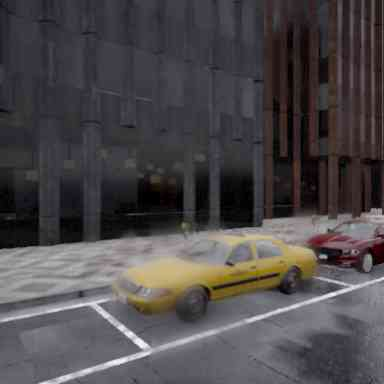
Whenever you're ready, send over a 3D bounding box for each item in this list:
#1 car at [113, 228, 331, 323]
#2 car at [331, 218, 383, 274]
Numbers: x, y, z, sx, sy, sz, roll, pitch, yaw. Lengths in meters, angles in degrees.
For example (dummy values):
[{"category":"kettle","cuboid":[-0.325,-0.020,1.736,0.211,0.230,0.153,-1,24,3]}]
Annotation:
[{"category":"car","cuboid":[0.756,1.526,7.188,4.829,1.417,1.752,0,0,-35]},{"category":"car","cuboid":[5.484,1.545,10.559,4.507,1.381,1.887,0,0,-35]}]
